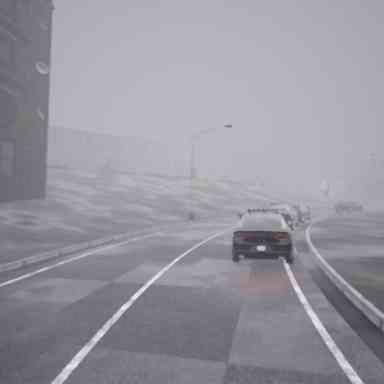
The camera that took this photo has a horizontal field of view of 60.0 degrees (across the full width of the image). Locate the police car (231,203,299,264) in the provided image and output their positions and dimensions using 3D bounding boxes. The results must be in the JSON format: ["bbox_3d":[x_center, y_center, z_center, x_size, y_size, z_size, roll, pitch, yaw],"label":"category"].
[{"bbox_3d":[2.583,1.416,12.084,1.930,1.638,5.238,-1,0,13],"label":"police car"}]

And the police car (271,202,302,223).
[{"bbox_3d":[5.586,1.471,21.145,1.930,1.638,5.238,-1,-1,23],"label":"police car"}]

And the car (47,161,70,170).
[{"bbox_3d":[-19.331,-3.476,46.227,4.553,1.767,2.185,3,-5,-36],"label":"car"}]

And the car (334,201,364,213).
[{"bbox_3d":[20.173,1.895,42.646,4.892,1.490,1.837,1,-3,-37],"label":"car"}]

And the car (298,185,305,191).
[{"bbox_3d":[27.070,-0.711,85.561,2.435,2.045,5.566,-3,-6,44],"label":"car"}]

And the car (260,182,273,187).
[{"bbox_3d":[15.258,-1.348,73.819,4.674,1.452,2.002,4,-5,-42],"label":"car"}]

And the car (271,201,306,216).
[{"bbox_3d":[11.257,1.884,38.525,1.882,1.535,5.008,-3,-3,41],"label":"car"}]

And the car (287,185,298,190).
[{"bbox_3d":[23.171,-0.923,81.531,2.185,1.767,4.553,-4,-6,45],"label":"car"}]

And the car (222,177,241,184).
[{"bbox_3d":[6.882,-2.067,66.345,4.553,1.767,2.185,4,-5,-40],"label":"car"}]

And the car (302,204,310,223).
[{"bbox_3d":[8.047,1.603,26.195,1.837,1.490,4.892,-2,-1,29],"label":"car"}]

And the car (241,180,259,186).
[{"bbox_3d":[11.183,-1.632,70.106,4.792,1.488,2.163,4,-5,-41],"label":"car"}]

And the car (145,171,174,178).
[{"bbox_3d":[-6.079,-2.710,55.963,4.892,1.521,2.231,3,-5,-36],"label":"car"}]

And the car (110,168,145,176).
[{"bbox_3d":[-10.519,-2.933,52.692,4.892,1.521,2.231,3,-5,-36],"label":"car"}]

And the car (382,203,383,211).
[{"bbox_3d":[31.072,1.958,50.769,4.553,1.767,2.097,1,-4,-35],"label":"car"}]

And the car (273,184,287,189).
[{"bbox_3d":[19.181,-1.110,77.554,4.892,1.521,2.231,4,-5,-43],"label":"car"}]

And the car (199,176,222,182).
[{"bbox_3d":[2.648,-2.205,62.797,5.008,1.535,2.097,3,-5,-39],"label":"car"}]

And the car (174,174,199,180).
[{"bbox_3d":[-1.679,-2.423,59.331,4.674,1.452,2.002,3,-5,-37],"label":"car"}]
